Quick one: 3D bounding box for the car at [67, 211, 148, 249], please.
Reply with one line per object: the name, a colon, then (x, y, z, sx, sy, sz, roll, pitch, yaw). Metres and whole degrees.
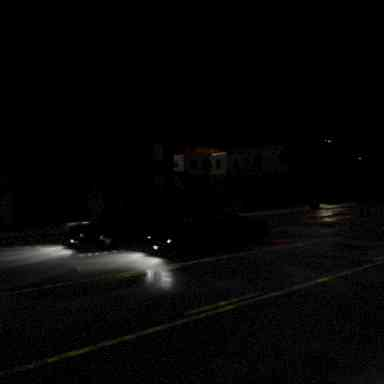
car: (-2.732, 1.581, 15.085, 5.357, 1.411, 2.033, -1, 0, -37)

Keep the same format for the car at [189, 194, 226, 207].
car: (1.953, 0.905, 37.844, 3.806, 1.475, 1.970, -2, 1, -37)

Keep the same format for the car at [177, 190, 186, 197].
car: (-2.053, 0.567, 44.964, 5.027, 1.636, 2.152, -1, 0, -37)

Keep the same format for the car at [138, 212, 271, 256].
car: (0.830, 1.541, 13.383, 5.357, 1.411, 2.033, -1, 0, -37)
